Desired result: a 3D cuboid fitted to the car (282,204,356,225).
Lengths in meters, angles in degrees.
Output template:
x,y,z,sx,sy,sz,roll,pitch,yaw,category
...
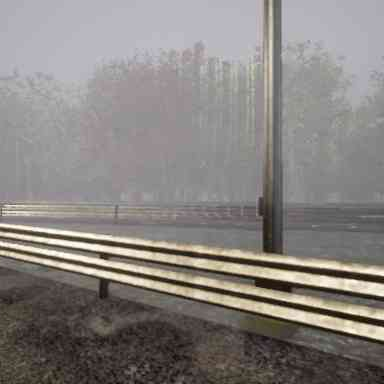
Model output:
x,y,z,sx,sy,sz,roll,pitch,yaw,category
9.020,1.617,24.203,5.357,1.411,2.033,0,0,16,car
